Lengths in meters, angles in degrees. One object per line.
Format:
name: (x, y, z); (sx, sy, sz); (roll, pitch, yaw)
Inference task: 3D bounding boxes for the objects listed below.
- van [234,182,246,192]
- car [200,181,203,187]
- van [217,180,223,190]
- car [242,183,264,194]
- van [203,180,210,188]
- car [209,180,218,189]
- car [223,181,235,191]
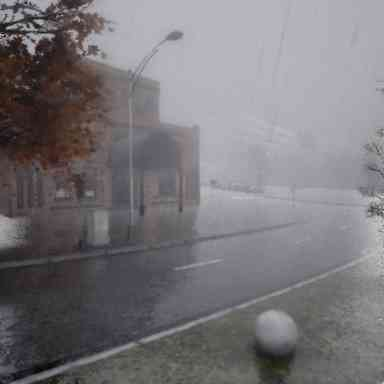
van: (11.513, -0.901, 70.179); (1.878, 1.987, 4.442); (6, 5, 40)
car: (2.366, -2.184, 85.597); (2.231, 1.521, 4.892); (6, 5, 39)
van: (8.357, -1.398, 75.157); (1.878, 1.987, 4.442); (6, 6, 40)
car: (12.931, -0.421, 67.520); (2.097, 1.535, 5.008); (6, 5, 40)
van: (5.480, -1.909, 80.510); (1.878, 1.987, 4.442); (6, 5, 39)
car: (6.894, -1.553, 77.818); (2.185, 1.767, 4.553); (6, 5, 40)
car: (9.921, -1.174, 72.641); (2.435, 2.045, 5.566); (6, 5, 40)
